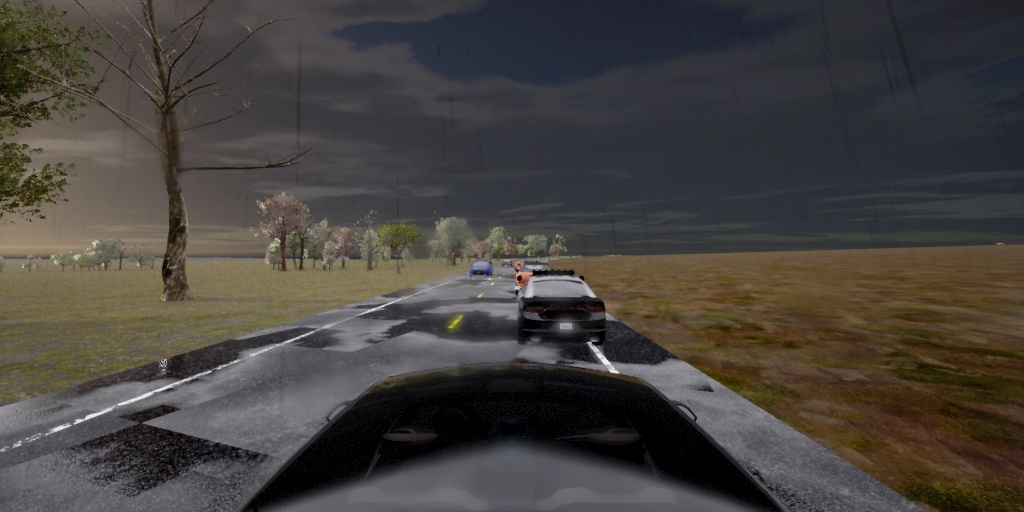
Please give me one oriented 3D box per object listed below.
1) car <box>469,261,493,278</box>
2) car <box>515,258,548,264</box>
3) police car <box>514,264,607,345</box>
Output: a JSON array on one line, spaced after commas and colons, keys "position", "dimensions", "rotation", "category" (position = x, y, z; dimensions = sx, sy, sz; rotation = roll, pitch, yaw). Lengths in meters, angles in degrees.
[{"position": [-2.914, 1.226, 34.683], "dimensions": [1.882, 1.535, 5.008], "rotation": [0, 0, 2], "category": "car"}, {"position": [1.246, 1.101, 19.451], "dimensions": [2.097, 1.767, 4.553], "rotation": [0, 0, 1], "category": "car"}, {"position": [1.089, 1.175, 9.626], "dimensions": [1.930, 1.638, 5.238], "rotation": [0, 0, 1], "category": "police car"}]
